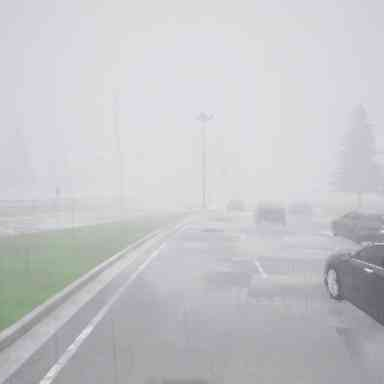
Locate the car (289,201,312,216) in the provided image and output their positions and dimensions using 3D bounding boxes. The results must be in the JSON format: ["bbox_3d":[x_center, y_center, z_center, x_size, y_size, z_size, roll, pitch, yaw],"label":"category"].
[{"bbox_3d":[10.830,1.565,33.331,1.994,1.385,4.181,0,0,13],"label":"car"}]

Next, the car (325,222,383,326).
[{"bbox_3d":[3.783,1.505,5.415,1.837,1.490,4.892,0,0,2],"label":"car"}]

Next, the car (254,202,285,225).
[{"bbox_3d":[5.600,1.479,24.336,1.882,1.535,5.008,0,0,8],"label":"car"}]

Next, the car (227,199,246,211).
[{"bbox_3d":[5.516,1.566,41.000,1.994,1.385,4.181,0,0,14],"label":"car"}]

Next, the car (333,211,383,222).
[{"bbox_3d":[7.981,1.565,15.429,1.994,1.385,4.181,0,0,6],"label":"car"}]
